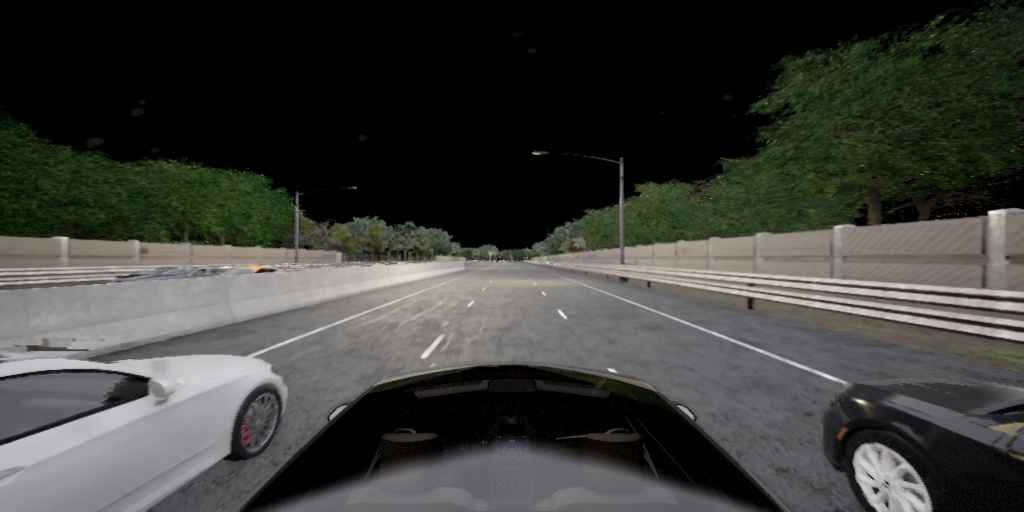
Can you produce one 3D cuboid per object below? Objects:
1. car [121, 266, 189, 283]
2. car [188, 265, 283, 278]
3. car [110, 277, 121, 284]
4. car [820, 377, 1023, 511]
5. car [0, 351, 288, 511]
[{"bbox_3d":[-17.588,1.302,19.682,2.128,1.511,4.902,0,0,0],"label":"car"},{"bbox_3d":[-14.094,1.287,19.279,1.882,1.535,5.008,0,0,0],"label":"car"},{"bbox_3d":[-21.085,1.386,21.396,1.994,1.385,4.181,0,0,0],"label":"car"},{"bbox_3d":[3.600,1.256,1.099,1.837,1.490,4.892,0,0,0],"label":"car"},{"bbox_3d":[-3.400,1.277,2.032,1.812,1.442,4.674,0,0,0],"label":"car"}]
